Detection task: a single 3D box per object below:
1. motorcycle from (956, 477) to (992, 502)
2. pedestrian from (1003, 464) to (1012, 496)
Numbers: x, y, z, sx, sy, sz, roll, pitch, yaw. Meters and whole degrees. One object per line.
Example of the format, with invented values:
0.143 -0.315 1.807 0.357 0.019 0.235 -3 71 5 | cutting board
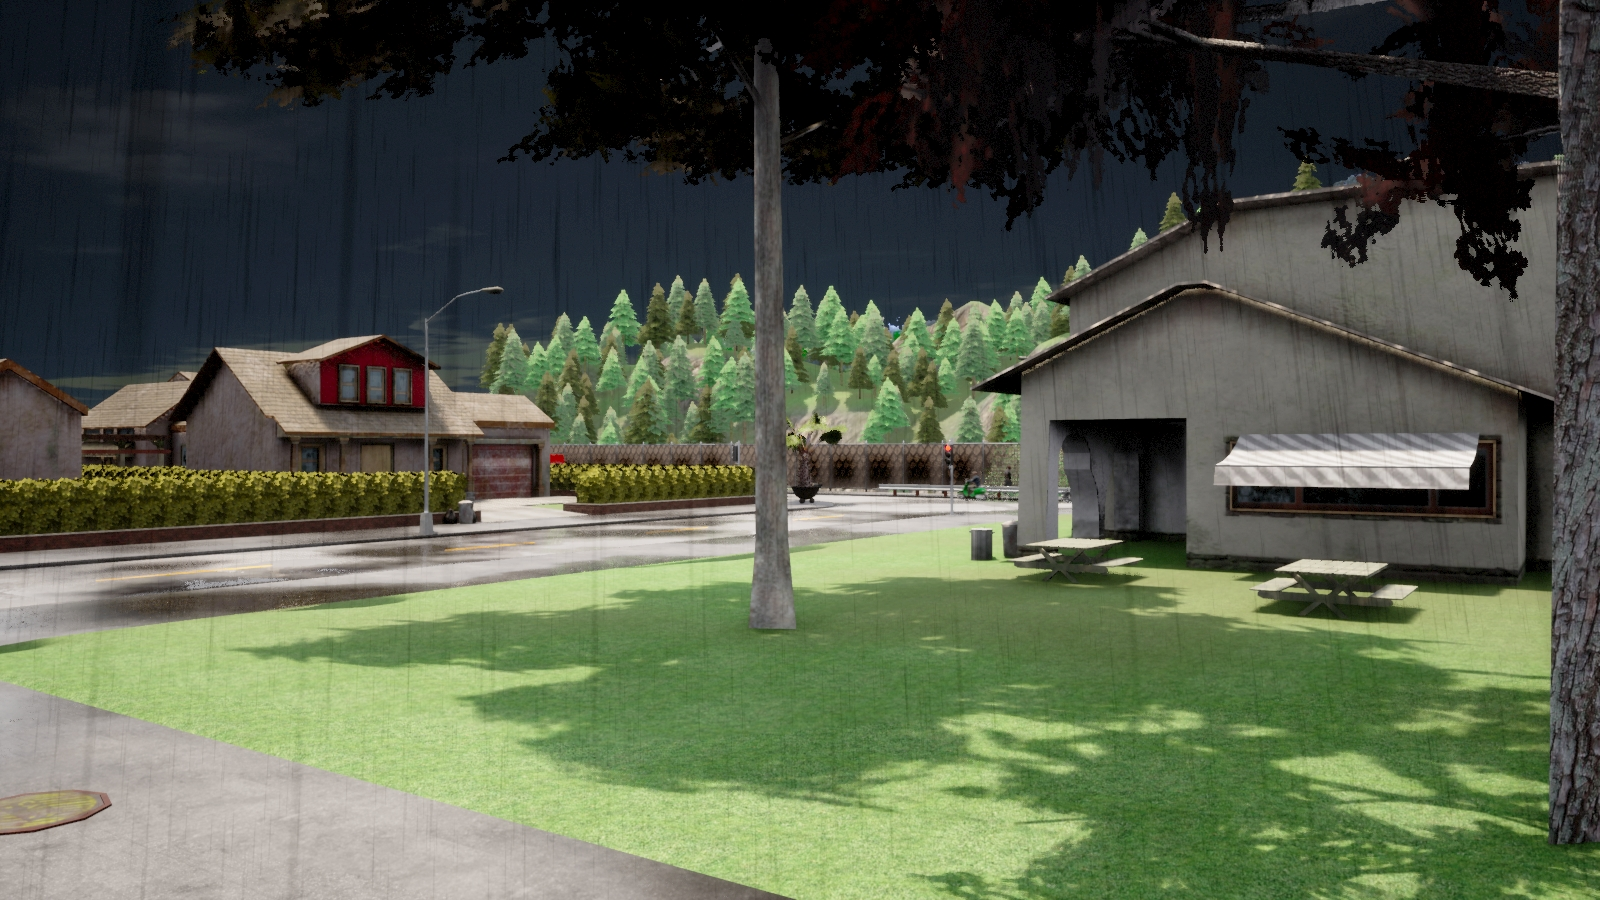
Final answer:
9.581 2.142 62.947 1.805 1.316 0.856 0 0 35 | motorcycle
12.211 1.745 67.158 0.375 1.860 0.375 0 0 35 | pedestrian
